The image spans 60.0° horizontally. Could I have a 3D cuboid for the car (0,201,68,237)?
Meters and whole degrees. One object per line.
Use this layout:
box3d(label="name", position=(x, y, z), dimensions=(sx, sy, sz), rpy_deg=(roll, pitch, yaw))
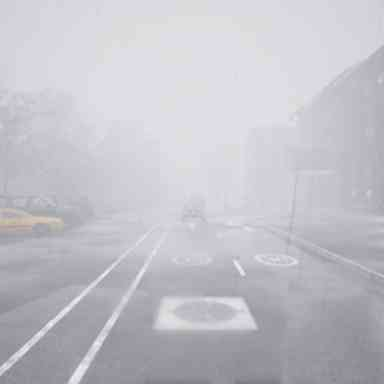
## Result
box3d(label="car", position=(-9.281, 1.481, 16.797), dimensions=(5.366, 1.575, 1.946), rpy_deg=(-1, 0, -20))

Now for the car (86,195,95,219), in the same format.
box3d(label="car", position=(-9.468, 1.228, 22.622), dimensions=(5.566, 2.045, 2.435), rpy_deg=(-1, 0, -20))

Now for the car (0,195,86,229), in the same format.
box3d(label="car", position=(-9.422, 1.231, 19.694), dimensions=(5.566, 2.045, 2.435), rpy_deg=(-1, 0, -20))

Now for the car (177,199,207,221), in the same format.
box3d(label="car", position=(0.103, 1.535, 27.160), dimensions=(2.033, 1.411, 5.357), rpy_deg=(0, 0, 0))

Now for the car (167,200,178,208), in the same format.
box3d(label="car", position=(-3.200, 2.068, 59.052), dimensions=(1.994, 1.385, 4.181), rpy_deg=(0, -1, 2))

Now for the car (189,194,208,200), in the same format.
box3d(label="car", position=(0.754, 1.380, 45.176), dimensions=(2.150, 2.045, 5.566), rpy_deg=(0, -1, 3))
